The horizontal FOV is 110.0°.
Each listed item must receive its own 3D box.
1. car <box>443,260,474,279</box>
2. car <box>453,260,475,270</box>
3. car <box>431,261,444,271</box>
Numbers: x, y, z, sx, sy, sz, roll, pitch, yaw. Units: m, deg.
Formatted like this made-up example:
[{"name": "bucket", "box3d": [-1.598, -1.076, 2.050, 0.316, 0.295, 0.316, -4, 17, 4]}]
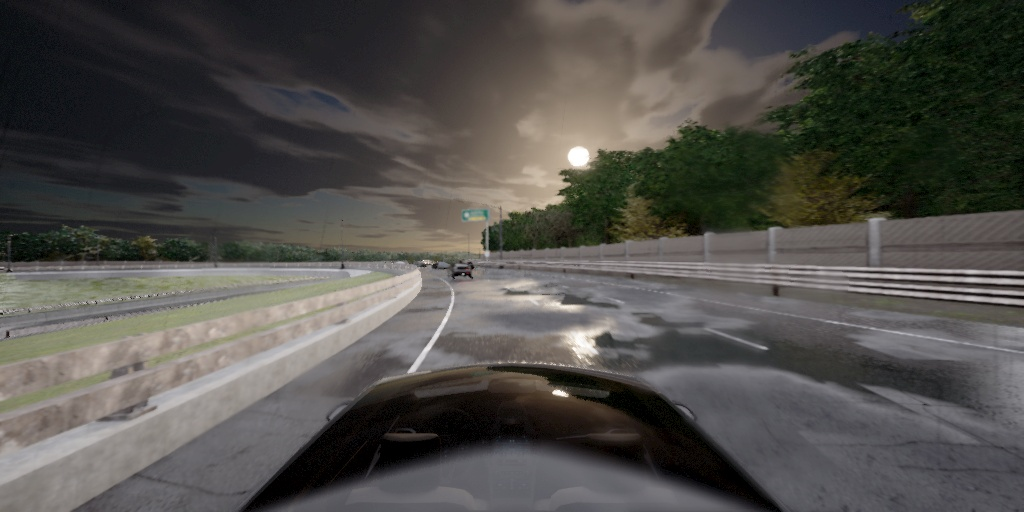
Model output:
[{"name": "car", "box3d": [-5.023, 1.353, 33.831, 1.837, 1.490, 4.892, -1, 0, -18]}, {"name": "car", "box3d": [-7.667, 1.404, 56.959, 1.837, 1.490, 4.892, 0, 0, -30]}, {"name": "car", "box3d": [-11.165, 1.526, 56.017, 1.994, 1.385, 4.181, -1, 0, -30]}]
